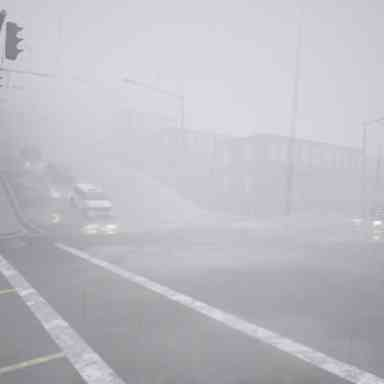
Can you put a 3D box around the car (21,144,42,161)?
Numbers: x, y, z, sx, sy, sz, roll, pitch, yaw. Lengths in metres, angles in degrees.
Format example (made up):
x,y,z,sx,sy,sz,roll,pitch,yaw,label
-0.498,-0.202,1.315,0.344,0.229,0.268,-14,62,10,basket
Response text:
x,y,z,sx,sy,sz,roll,pitch,yaw,label
-23.491,-5.935,48.615,2.150,2.045,5.566,0,8,-35,car

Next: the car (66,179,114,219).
x,y,z,sx,sy,sz,roll,pitch,yaw,label
-8.453,0.724,27.905,2.150,2.045,5.566,0,14,-37,car

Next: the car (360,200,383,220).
x,y,z,sx,sy,sz,roll,pitch,yaw,label
16.288,1.490,28.491,4.892,1.490,1.837,0,0,-35,car

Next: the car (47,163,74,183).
x,y,z,sx,sy,sz,roll,pitch,yaw,label
-14.001,-2.179,35.372,1.882,1.535,5.008,0,18,-36,car
